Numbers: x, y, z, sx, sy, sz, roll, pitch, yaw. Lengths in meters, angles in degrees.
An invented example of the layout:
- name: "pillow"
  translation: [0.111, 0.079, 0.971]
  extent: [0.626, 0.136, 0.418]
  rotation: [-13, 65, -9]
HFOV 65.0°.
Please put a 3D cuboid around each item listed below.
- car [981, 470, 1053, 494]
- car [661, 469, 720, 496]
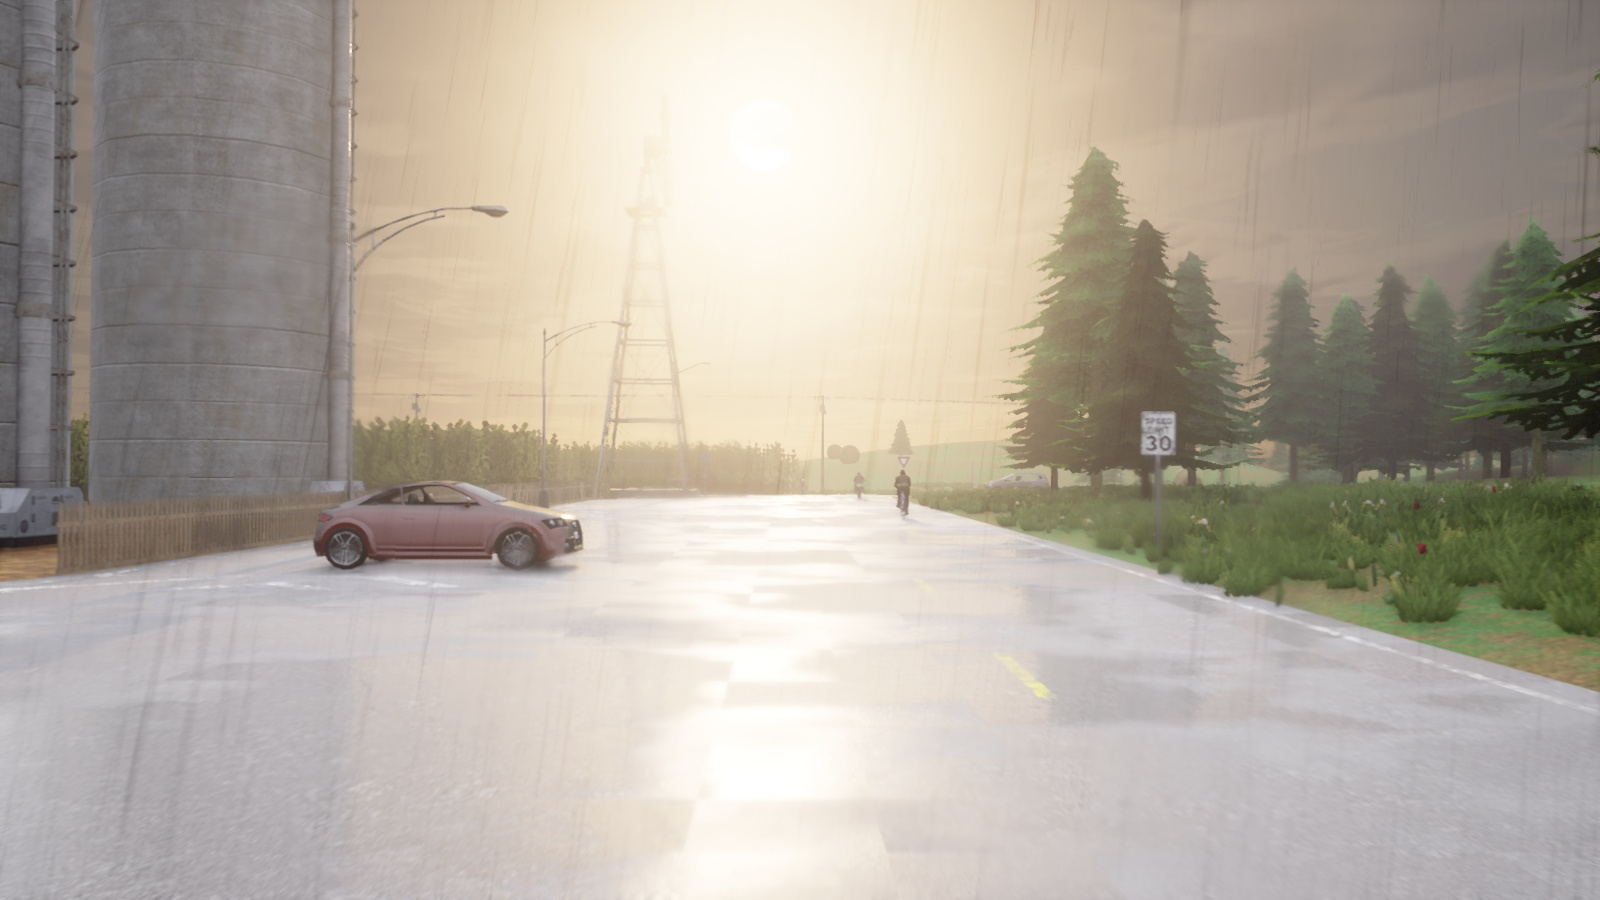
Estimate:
- name: "car"
  translation: [15.112, 2.207, 87.724]
  extent: [4.611, 1.667, 2.242]
  rotation: [0, -1, 0]
- name: "car"
  translation: [-7.623, 2.245, 87.450]
  extent: [3.866, 1.878, 1.905]
  rotation: [0, -1, 2]
